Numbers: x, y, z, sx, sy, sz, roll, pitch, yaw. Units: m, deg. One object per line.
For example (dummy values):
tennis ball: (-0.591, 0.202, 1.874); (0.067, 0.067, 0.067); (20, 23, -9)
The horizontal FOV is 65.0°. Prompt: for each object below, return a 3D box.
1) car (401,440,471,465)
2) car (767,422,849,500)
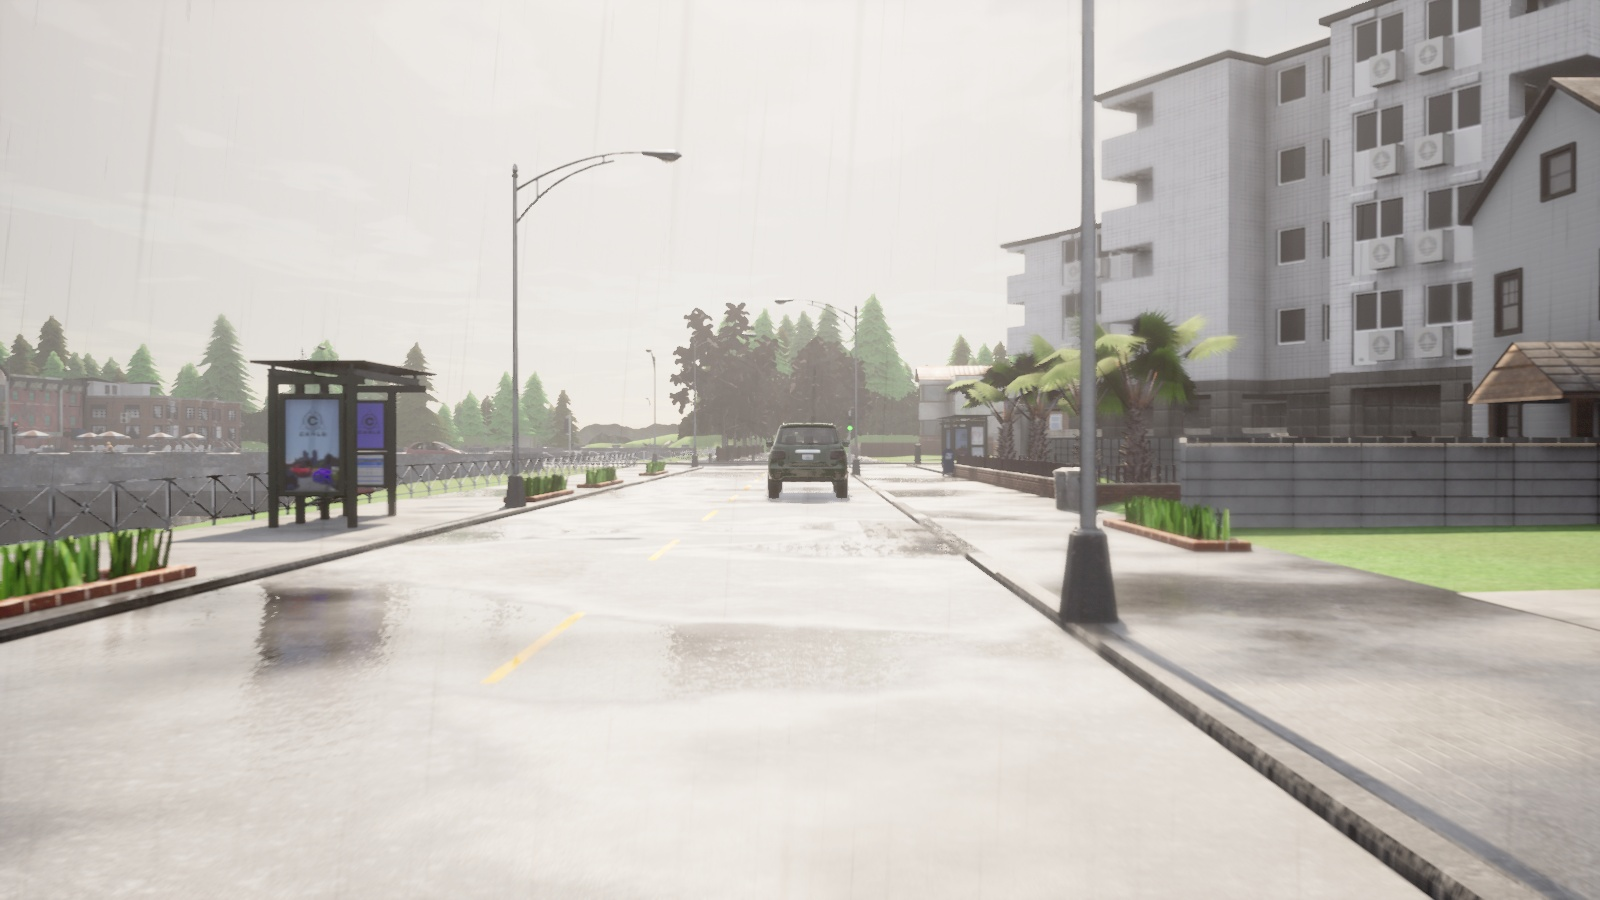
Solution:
car: (-23.576, 0.167, 81.423); (3.988, 1.617, 1.851); (0, 0, 0)
car: (0.221, 0.265, 35.605); (2.150, 2.045, 5.566); (0, 0, 0)
